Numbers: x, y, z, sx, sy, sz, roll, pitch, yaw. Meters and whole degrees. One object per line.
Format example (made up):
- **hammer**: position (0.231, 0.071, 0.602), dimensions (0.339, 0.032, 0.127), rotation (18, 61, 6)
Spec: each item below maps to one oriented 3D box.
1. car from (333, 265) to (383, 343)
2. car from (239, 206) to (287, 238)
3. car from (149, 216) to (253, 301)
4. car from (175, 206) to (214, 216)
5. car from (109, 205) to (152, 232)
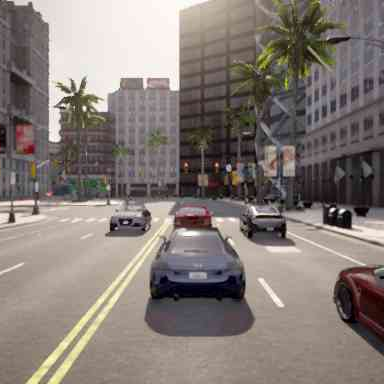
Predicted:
- **car**: position (3.605, 1.555, 4.478), dimensions (1.994, 1.385, 4.181), rotation (0, 0, 0)
- **car**: position (3.591, 1.459, 17.417), dimensions (2.128, 1.511, 4.902), rotation (0, 0, 2)
- **car**: position (0.097, 1.545, 8.324), dimensions (1.994, 1.385, 4.181), rotation (0, 0, -1)
- **car**: position (0.093, 1.445, 17.395), dimensions (1.882, 1.535, 5.008), rotation (0, 0, 2)
- **car**: position (-3.500, 1.434, 19.556), dimensions (1.994, 1.385, 4.181), rotation (0, 0, 0)
